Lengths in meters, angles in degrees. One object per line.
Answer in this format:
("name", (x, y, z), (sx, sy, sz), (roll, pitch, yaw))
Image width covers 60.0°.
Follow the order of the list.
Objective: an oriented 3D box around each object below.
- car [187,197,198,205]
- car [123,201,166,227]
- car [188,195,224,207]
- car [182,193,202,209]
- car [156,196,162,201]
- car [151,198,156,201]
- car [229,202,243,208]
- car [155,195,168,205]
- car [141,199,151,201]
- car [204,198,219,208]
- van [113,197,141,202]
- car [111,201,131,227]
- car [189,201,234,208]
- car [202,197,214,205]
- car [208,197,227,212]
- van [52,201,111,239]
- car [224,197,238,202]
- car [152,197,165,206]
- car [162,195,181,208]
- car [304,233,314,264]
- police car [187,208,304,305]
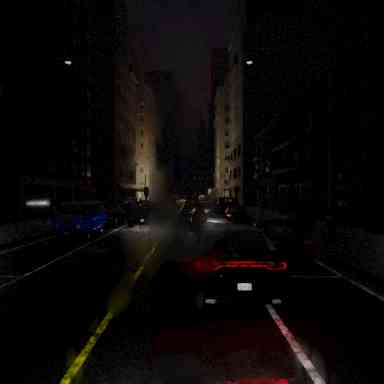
("car", (0.072, 1.575, 59.069), (1.994, 1.385, 4.181), (0, 0, 0))
("car", (-3.073, 1.564, 22.530), (1.994, 1.385, 4.181), (0, 0, 0))
("car", (0.929, 1.351, 24.169), (2.097, 1.767, 4.553), (0, 0, 0))
("car", (0.081, 1.357, 46.286), (2.097, 1.767, 4.553), (0, 0, 1))
("car", (-5.609, 1.572, 50.041), (1.947, 1.339, 4.313), (0, 0, 0))
("car", (-5.622, 1.585, 39.038), (1.802, 1.307, 4.206), (0, 0, 0))
("car", (2.883, 1.582, 22.523), (1.802, 1.307, 4.206), (0, 0, 0))
("car", (-5.596, 1.452, 61.044), (1.967, 1.590, 4.097), (0, 0, 0))
("car", (-5.629, 1.567, 33.537), (1.947, 1.339, 4.313), (0, 0, 0))
("car", (2.916, 1.557, 50.030), (2.008, 1.369, 4.403), (0, 0, 0))
("van", (-5.636, 1.341, 28.035), (1.690, 1.788, 3.998), (0, 0, 0))
("car", (-5.643, 1.550, 22.534), (2.008, 1.369, 4.403), (0, 0, 0))
("car", (0.921, 1.477, 18.199), (1.882, 1.535, 5.008), (0, 0, 0))
("car", (2.930, 1.578, 61.033), (1.947, 1.339, 4.313), (0, 0, 0))
("car", (2.903, 1.443, 39.028), (1.967, 1.590, 4.097), (0, 0, 0))
("van", (-5.650, 1.340, 17.034), (1.690, 1.788, 3.998), (0, 0, 0))
("car", (2.889, 1.315, 28.025), (2.192, 1.841, 5.009), (0, 0, 0))
("car", (-5.603, 1.591, 55.542), (1.802, 1.307, 4.206), (0, 0, 0))
("car", (-2.941, 1.511, 48.651), (1.837, 1.490, 4.892), (0, 0, 0))
("car", (2.869, 1.581, 11.521), (1.802, 1.307, 4.206), (0, 0, 0))
("police car", (0.909, 1.425, 8.309), (1.930, 1.638, 5.238), (0, 0, 0))
